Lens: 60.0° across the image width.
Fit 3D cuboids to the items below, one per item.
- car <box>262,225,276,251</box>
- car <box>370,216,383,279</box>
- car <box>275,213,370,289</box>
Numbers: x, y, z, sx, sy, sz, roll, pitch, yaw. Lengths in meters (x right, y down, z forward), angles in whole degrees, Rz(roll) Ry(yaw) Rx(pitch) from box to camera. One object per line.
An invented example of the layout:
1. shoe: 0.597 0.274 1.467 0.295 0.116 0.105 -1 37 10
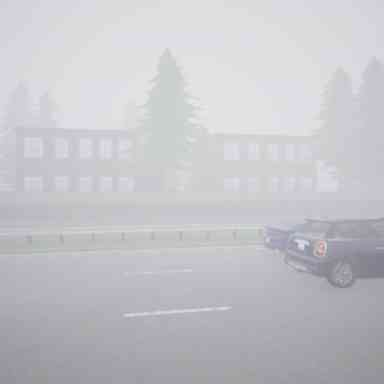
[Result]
1. car: 5.236 1.628 12.864 5.008 1.535 1.882 0 -1 -11
2. car: 6.472 1.266 5.979 5.566 2.045 2.150 0 -1 -11
3. car: 4.987 1.453 9.251 4.553 1.767 2.097 0 -1 -11
